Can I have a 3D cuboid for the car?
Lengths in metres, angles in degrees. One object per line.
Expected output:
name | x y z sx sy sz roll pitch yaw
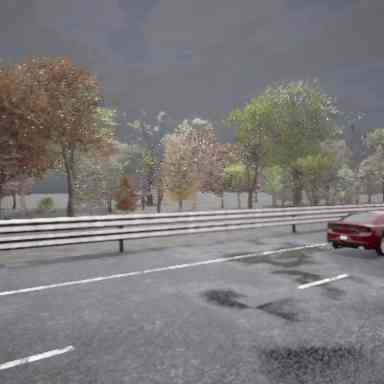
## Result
car | 7.451 1.484 13.358 5.008 1.535 1.882 0 0 -35
